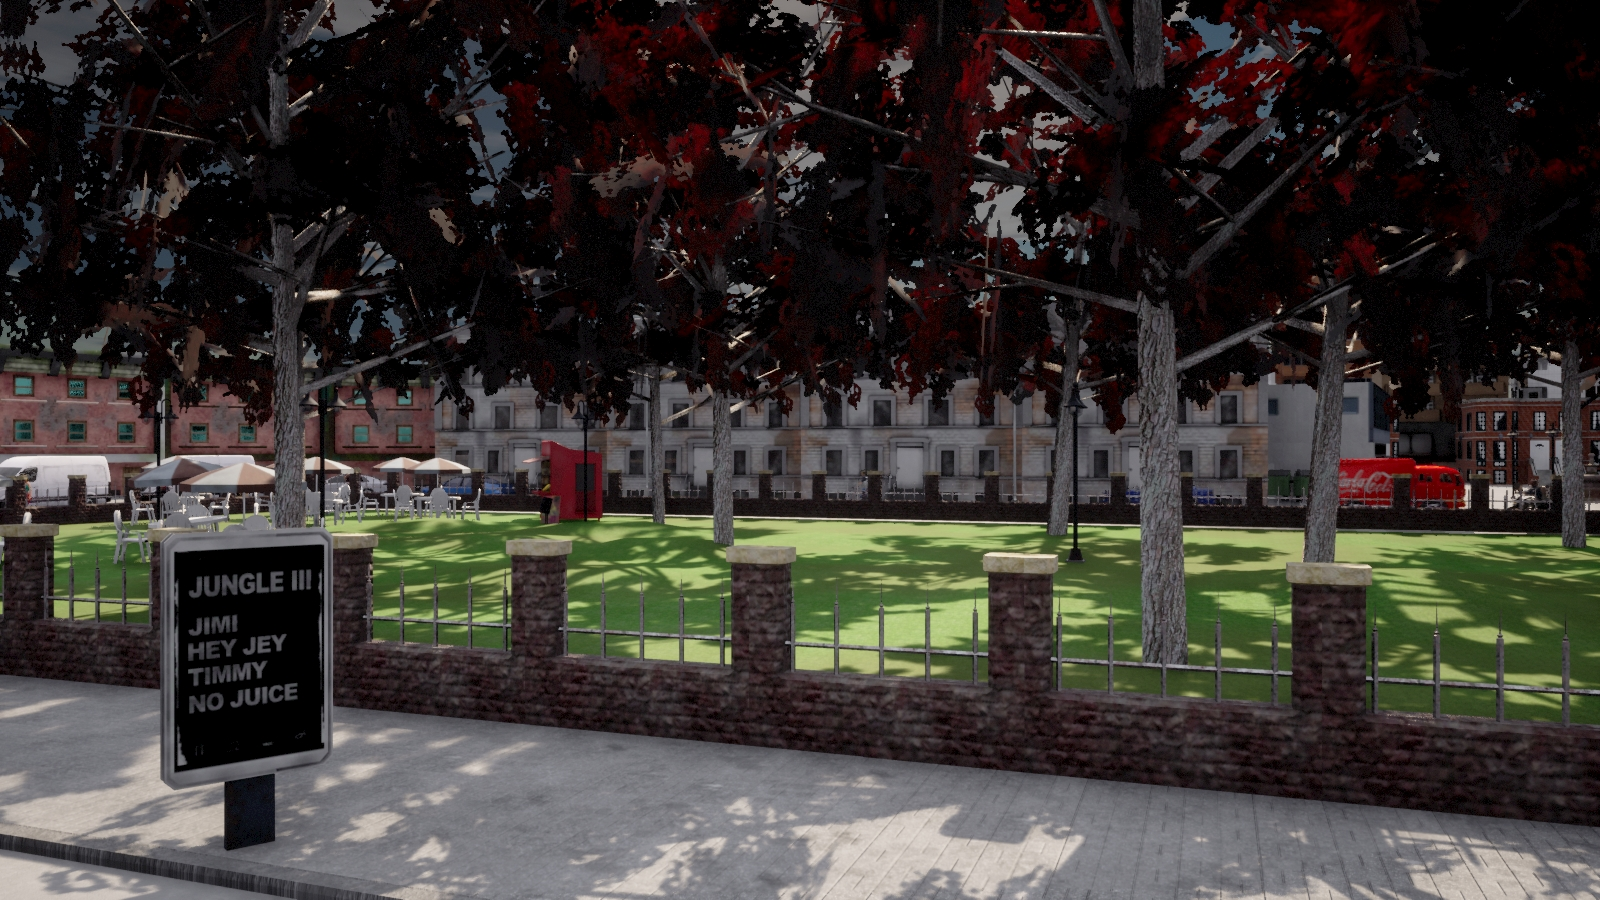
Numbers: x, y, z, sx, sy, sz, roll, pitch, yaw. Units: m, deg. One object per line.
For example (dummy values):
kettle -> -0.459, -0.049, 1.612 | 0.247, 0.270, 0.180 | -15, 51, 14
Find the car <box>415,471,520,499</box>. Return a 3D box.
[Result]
car -> -18.262, 1.902, 62.828 | 5.357, 1.411, 2.033 | 0, 0, 19

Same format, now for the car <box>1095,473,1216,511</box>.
car -> 15.723, 1.815, 50.558 | 5.006, 1.535, 2.097 | 0, 0, 20

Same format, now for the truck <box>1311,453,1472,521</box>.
truck -> 22.532, 1.346, 43.827 | 5.204, 2.467, 2.627 | 0, 0, 20

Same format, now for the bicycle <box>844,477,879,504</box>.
bicycle -> 2.955, 1.943, 55.183 | 1.643, 1.296, 0.373 | 0, 0, 20

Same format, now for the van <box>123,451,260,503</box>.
van -> -31.314, 1.336, 58.944 | 1.988, 2.561, 5.915 | 0, 0, 41

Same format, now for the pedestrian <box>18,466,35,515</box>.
pedestrian -> -29.408, 1.543, 43.433 | 0.375, 1.860, 0.375 | 0, 0, 15

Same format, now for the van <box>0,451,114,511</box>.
van -> -34.456, 1.334, 51.696 | 1.988, 2.561, 5.915 | 0, 0, 21
